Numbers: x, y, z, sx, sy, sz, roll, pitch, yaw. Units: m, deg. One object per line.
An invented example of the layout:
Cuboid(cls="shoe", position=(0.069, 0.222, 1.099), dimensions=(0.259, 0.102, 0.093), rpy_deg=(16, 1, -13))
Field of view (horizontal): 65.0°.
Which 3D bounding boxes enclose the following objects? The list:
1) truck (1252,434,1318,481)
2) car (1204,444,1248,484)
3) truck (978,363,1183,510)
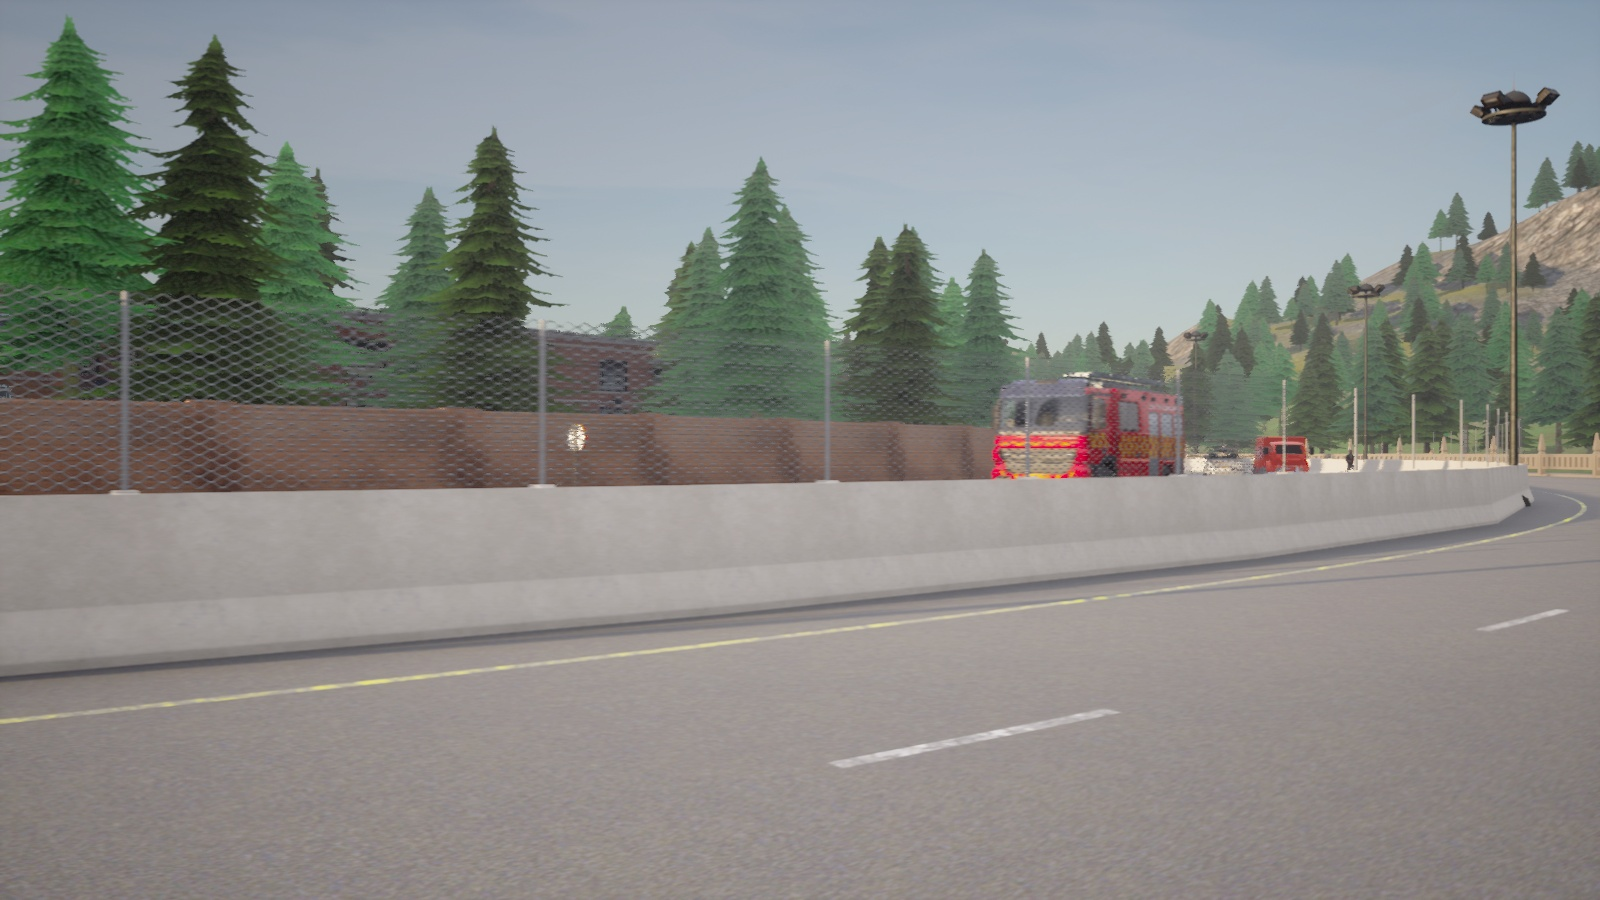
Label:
Cuboid(cls="truck", position=(26.355, 0.382, 68.474), dimensions=(2.627, 2.467, 5.204), rpy_deg=(0, 0, 13))
Cuboid(cls="car", position=(20.772, 0.682, 61.361), dimensions=(1.932, 1.855, 4.605), rpy_deg=(0, -1, 18))
Cuboid(cls="truck", position=(8.495, -0.340, 37.045), dimensions=(2.891, 3.827, 8.468), rpy_deg=(0, 0, 35))
